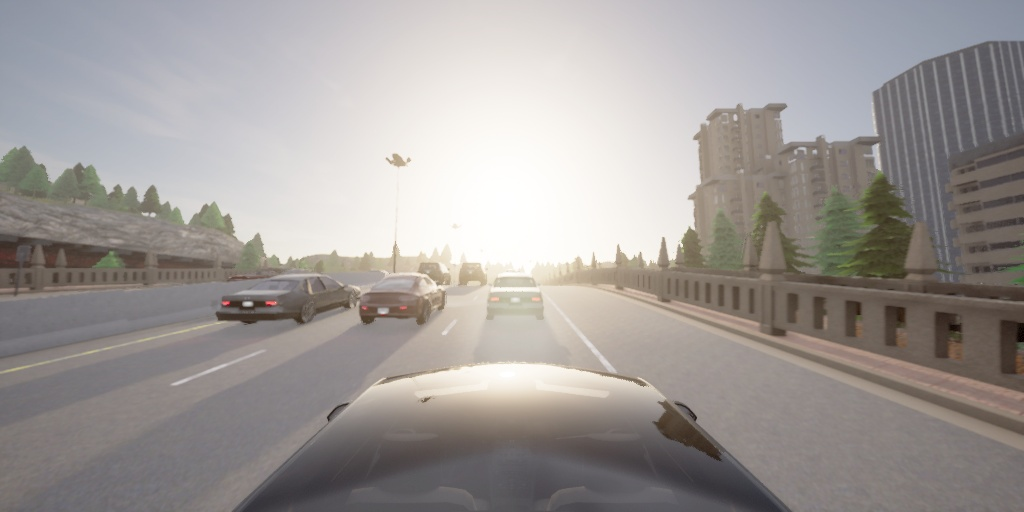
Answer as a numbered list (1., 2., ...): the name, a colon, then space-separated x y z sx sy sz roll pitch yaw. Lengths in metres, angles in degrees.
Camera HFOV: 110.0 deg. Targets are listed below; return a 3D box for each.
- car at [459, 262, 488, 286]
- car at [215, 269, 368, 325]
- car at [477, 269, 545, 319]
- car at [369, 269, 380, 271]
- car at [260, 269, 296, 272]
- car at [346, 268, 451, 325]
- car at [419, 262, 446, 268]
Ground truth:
1. car: -3.414 1.635 32.135 2.150 2.045 5.566 0 -4 0
2. car: -6.905 1.304 11.879 2.033 1.411 5.357 0 0 0
3. car: 0.095 1.305 12.762 2.033 1.411 5.357 0 0 0
4. car: -14.106 2.131 36.734 2.097 1.767 4.553 0 -5 0
5. car: -17.612 1.787 29.457 2.033 1.411 5.357 0 -3 0
6. car: -3.418 1.282 11.799 1.812 1.442 4.674 0 0 0
7. car: -6.914 1.634 32.117 2.150 2.045 5.566 0 -4 0
